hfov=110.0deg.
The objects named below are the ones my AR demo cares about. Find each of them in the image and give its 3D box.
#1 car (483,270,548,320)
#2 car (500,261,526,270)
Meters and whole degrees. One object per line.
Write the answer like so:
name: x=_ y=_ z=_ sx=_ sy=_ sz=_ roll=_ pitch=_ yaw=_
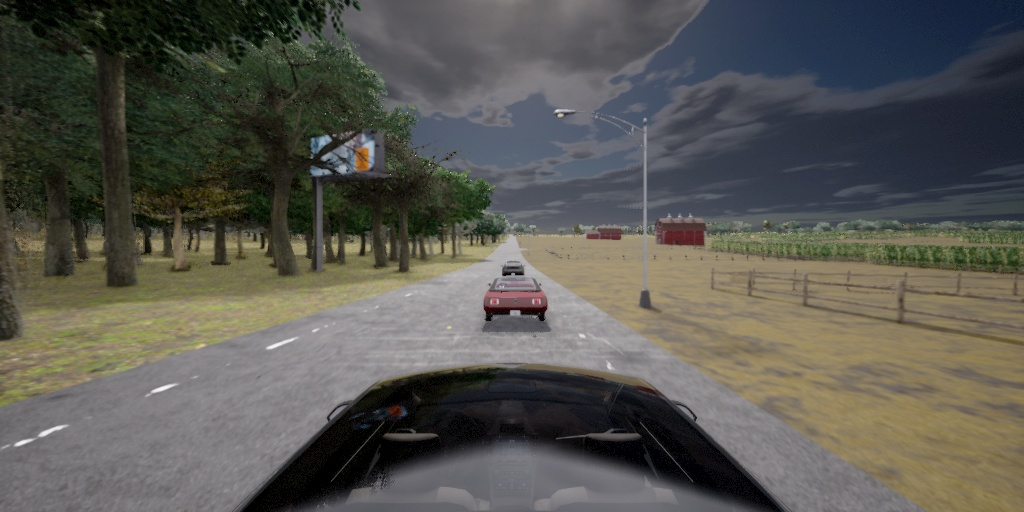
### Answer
car: x=0.101 y=1.335 z=12.463 sx=1.895 sy=1.301 sz=4.718 roll=0 pitch=0 yaw=0
car: x=0.098 y=1.172 z=30.539 sx=1.837 sy=1.490 sz=4.892 roll=0 pitch=0 yaw=0
